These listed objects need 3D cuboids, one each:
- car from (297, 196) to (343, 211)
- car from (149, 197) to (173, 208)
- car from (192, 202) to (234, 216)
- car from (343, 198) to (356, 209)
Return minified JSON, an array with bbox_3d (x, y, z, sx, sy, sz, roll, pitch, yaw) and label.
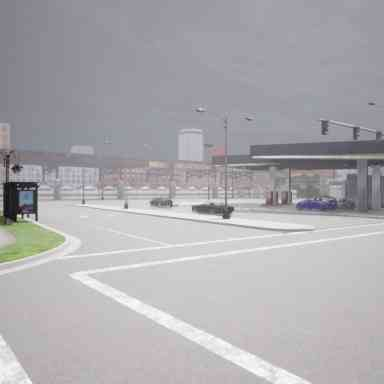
[{"bbox_3d":[14.306,1.295,38.319,2.242,1.667,4.611,0,0,-35],"label":"car"},{"bbox_3d":[-4.575,1.504,48.573,1.837,1.490,4.892,0,0,-35],"label":"car"},{"bbox_3d":[1.958,1.601,33.102,1.895,1.301,4.718,0,0,-35],"label":"car"},{"bbox_3d":[18.580,1.456,42.233,1.970,1.475,3.806,0,0,-35],"label":"car"}]
